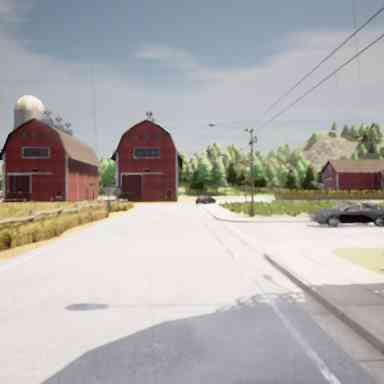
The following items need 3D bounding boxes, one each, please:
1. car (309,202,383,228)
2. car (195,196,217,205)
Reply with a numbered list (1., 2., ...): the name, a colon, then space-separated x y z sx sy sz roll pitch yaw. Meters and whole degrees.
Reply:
1. car: 9.894 1.379 20.805 4.902 1.511 2.128 0 0 -3
2. car: 2.351 1.311 54.995 1.812 1.442 4.674 0 1 36
